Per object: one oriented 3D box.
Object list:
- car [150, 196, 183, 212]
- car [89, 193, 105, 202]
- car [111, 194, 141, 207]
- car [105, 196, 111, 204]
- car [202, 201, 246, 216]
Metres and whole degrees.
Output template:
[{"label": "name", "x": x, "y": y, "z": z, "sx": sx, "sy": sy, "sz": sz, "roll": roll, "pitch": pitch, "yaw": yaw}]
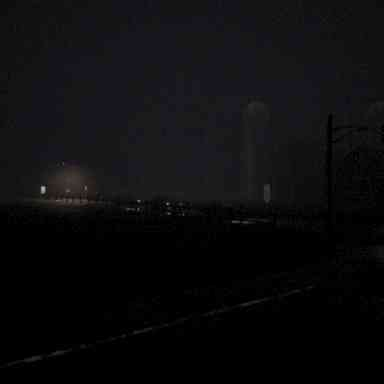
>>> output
[{"label": "car", "x": -2.922, "y": 1.286, "z": 37.415, "sx": 2.097, "sy": 1.767, "sz": 4.553, "roll": 0, "pitch": 0, "yaw": -36}, {"label": "car", "x": -17.868, "y": 1.009, "z": 62.984, "sx": 2.097, "sy": 1.767, "sz": 4.553, "roll": 0, "pitch": 0, "yaw": -36}, {"label": "car", "x": -8.809, "y": 1.190, "z": 45.589, "sx": 2.097, "sy": 1.767, "sz": 4.553, "roll": 0, "pitch": 0, "yaw": -36}, {"label": "car", "x": -12.085, "y": 1.107, "z": 55.042, "sx": 2.097, "sy": 1.767, "sz": 4.553, "roll": 0, "pitch": 0, "yaw": -35}, {"label": "car", "x": 2.738, "y": 1.550, "z": 29.574, "sx": 1.812, "sy": 1.442, "sz": 4.674, "roll": 0, "pitch": 0, "yaw": -36}]
